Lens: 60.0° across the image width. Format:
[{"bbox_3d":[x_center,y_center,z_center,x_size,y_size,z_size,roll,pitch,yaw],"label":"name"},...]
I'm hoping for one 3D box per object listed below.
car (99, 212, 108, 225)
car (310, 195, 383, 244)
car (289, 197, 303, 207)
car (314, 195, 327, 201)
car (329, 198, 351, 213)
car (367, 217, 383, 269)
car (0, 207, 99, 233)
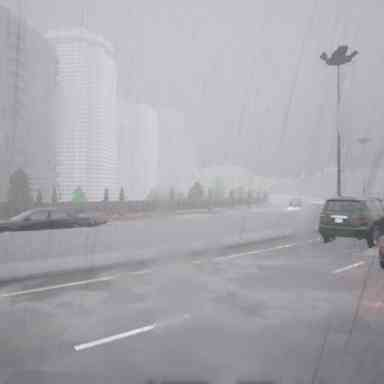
[{"bbox_3d":[-7.857,1.627,20.192,5.357,1.411,2.033,0,0,-40],"label":"car"},{"bbox_3d":[7.880,1.252,15.406,5.566,2.045,2.150,0,0,-45],"label":"car"},{"bbox_3d":[16.688,1.618,53.160,2.128,1.511,4.902,0,0,24],"label":"car"},{"bbox_3d":[30.468,1.420,78.946,1.882,1.535,5.008,0,0,7],"label":"car"},{"bbox_3d":[17.705,1.561,39.741,1.882,1.535,5.008,0,0,30],"label":"car"},{"bbox_3d":[7.182,1.542,9.977,4.674,1.442,1.812,0,0,-42],"label":"car"},{"bbox_3d":[-7.424,1.544,16.148,5.008,1.535,1.882,0,0,-38],"label":"car"}]
